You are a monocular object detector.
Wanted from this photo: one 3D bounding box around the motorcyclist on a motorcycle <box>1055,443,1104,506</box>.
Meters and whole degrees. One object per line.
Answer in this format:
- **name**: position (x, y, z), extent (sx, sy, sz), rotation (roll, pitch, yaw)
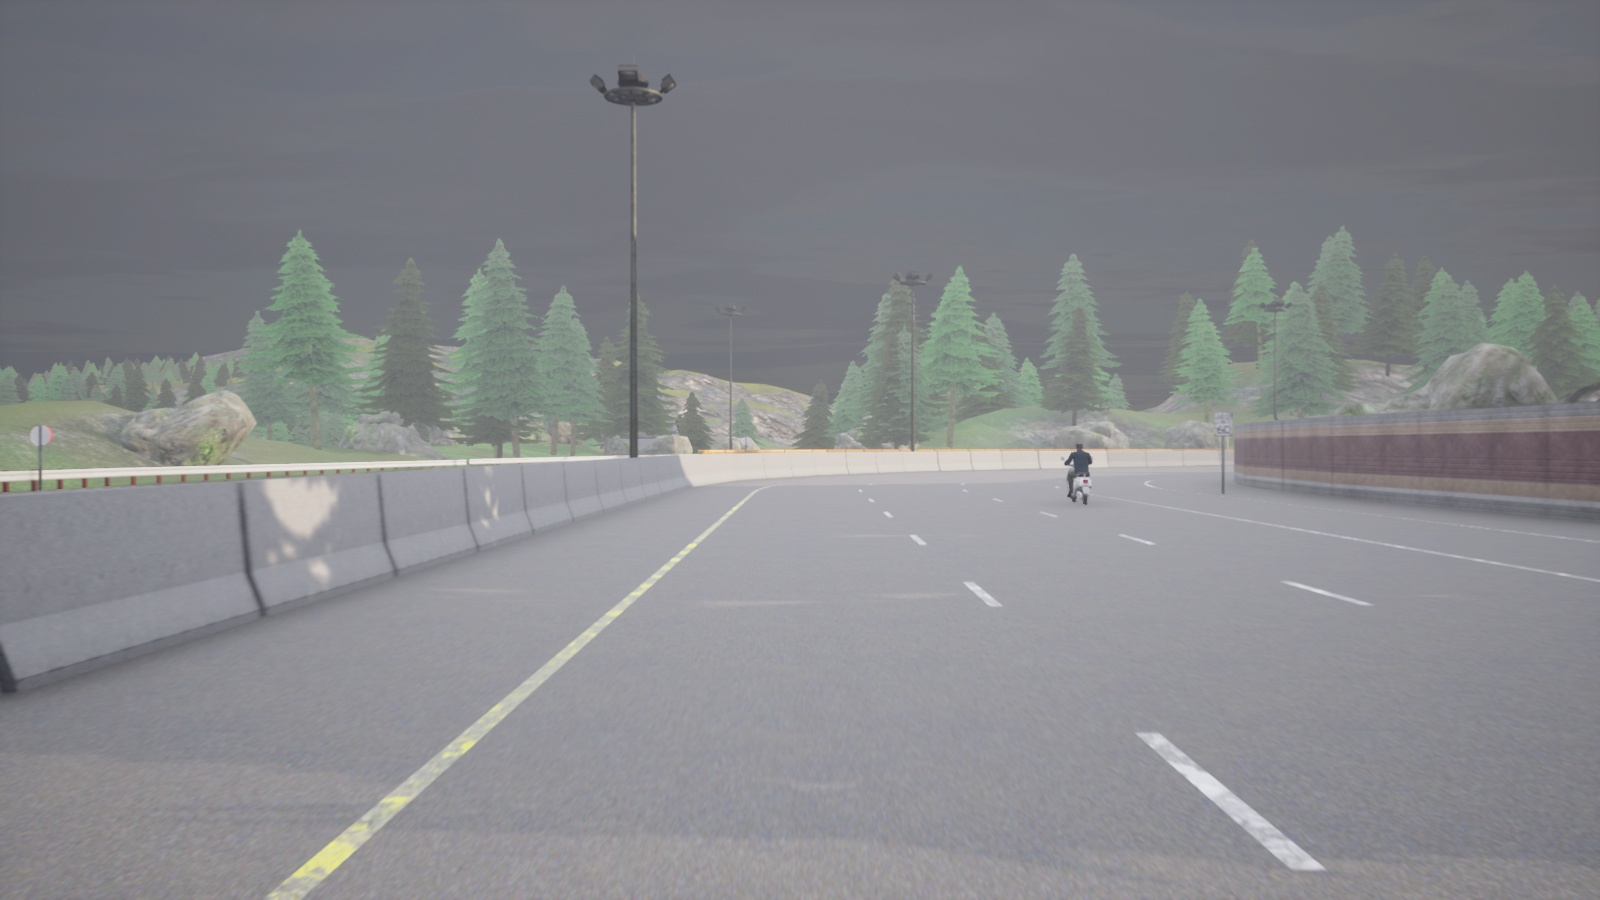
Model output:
- **motorcyclist on a motorcycle**: position (7.200, 0.614, 32.426), extent (0.866, 1.590, 1.817), rotation (0, 0, 0)
